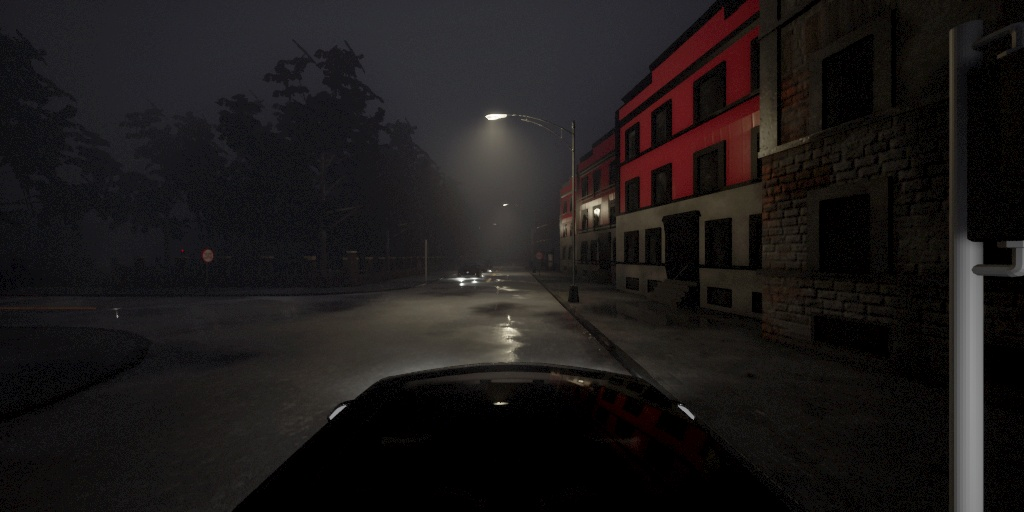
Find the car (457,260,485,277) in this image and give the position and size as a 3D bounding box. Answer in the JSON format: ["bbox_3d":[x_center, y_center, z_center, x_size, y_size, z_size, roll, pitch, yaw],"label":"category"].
[{"bbox_3d":[-4.035,1.314,34.656,1.994,1.385,4.181,0,0,0],"label":"car"}]

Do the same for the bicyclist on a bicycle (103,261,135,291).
[{"bbox_3d":[-21.814,1.099,19.934,0.582,1.620,1.656,0,0,0],"label":"bicyclist on a bicycle"}]

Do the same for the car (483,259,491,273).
[{"bbox_3d":[-4.016,1.297,43.948,2.033,1.411,5.357,0,0,0],"label":"car"}]

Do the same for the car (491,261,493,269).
[{"bbox_3d":[-3.969,1.228,54.359,1.882,1.535,5.008,0,0,0],"label":"car"}]
